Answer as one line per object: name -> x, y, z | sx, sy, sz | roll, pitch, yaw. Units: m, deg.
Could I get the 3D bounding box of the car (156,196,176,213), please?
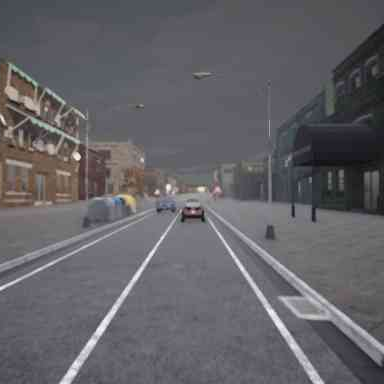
car -> -3.090, 1.491, 40.516 | 2.150, 2.045, 5.566 | 0, -1, 0

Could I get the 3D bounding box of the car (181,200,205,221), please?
car -> 0.093, 1.671, 28.997 | 2.163, 1.488, 4.792 | 0, 0, 0
